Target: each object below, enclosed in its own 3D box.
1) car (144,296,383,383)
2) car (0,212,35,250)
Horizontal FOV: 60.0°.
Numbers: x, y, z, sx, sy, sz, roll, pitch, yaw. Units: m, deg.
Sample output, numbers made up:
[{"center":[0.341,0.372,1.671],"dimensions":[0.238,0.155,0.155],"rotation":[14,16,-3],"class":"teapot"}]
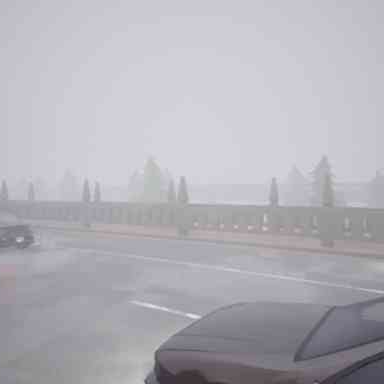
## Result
[{"center":[2.169,1.535,2.373],"dimensions":[5.357,1.411,2.033],"rotation":[0,0,35],"class":"car"},{"center":[-7.970,1.464,12.534],"dimensions":[4.674,1.442,1.812],"rotation":[0,0,28],"class":"car"}]
